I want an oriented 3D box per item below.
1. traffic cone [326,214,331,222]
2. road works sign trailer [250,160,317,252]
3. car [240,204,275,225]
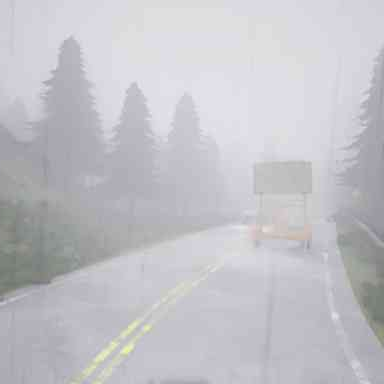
[{"bbox_3d":[10.475,1.992,25.580,0.340,0.580,0.340,-1,-1,23],"label":"traffic cone"},{"bbox_3d":[3.891,0.490,14.224,2.380,3.560,2.880,-1,-1,23],"label":"road works sign trailer"},{"bbox_3d":[5.037,1.644,25.117,1.812,1.442,4.674,-1,-1,24],"label":"car"}]
